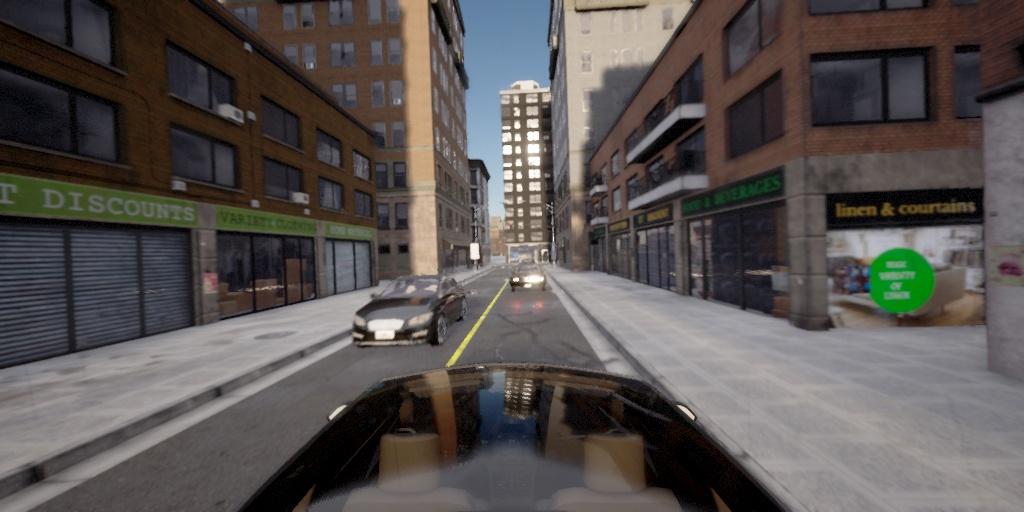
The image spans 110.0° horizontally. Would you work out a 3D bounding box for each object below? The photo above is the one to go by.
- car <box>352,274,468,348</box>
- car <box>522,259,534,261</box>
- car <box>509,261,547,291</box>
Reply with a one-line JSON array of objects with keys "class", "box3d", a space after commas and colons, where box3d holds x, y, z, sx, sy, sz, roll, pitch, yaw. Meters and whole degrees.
[{"class": "car", "box3d": [-2.403, 1.257, 9.492, 2.128, 1.511, 4.902, -2, 0, 3]}, {"class": "car", "box3d": [1.610, 0.955, 35.929, 1.994, 1.385, 4.181, -2, 0, 3]}, {"class": "car", "box3d": [0.899, 1.157, 19.926, 1.895, 1.301, 4.718, -2, 1, 3]}]
